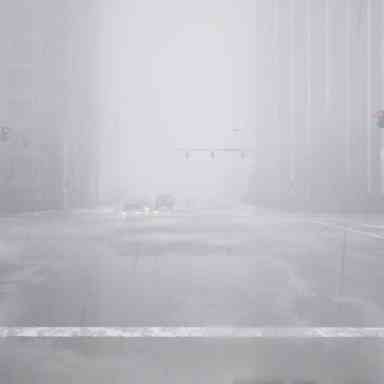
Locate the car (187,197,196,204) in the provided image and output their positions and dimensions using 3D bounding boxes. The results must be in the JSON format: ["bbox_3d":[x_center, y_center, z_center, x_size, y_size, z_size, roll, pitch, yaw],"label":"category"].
[{"bbox_3d":[-0.088,1.601,65.584,1.895,1.301,4.718,0,0,0],"label":"car"}]

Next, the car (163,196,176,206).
[{"bbox_3d":[-3.650,1.478,55.274,1.882,1.535,5.008,0,0,0],"label":"car"}]

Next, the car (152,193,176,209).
[{"bbox_3d":[-3.658,1.221,44.390,2.150,2.045,5.566,0,0,0],"label":"car"}]

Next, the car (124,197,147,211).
[{"bbox_3d":[-7.154,1.478,41.294,1.882,1.535,5.008,0,0,0],"label":"car"}]

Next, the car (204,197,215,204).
[{"bbox_3d":[3.413,1.601,65.049,1.895,1.301,4.718,0,0,0],"label":"car"}]

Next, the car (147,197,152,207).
[{"bbox_3d":[-7.155,1.490,50.780,2.128,1.511,4.902,0,0,0],"label":"car"}]
